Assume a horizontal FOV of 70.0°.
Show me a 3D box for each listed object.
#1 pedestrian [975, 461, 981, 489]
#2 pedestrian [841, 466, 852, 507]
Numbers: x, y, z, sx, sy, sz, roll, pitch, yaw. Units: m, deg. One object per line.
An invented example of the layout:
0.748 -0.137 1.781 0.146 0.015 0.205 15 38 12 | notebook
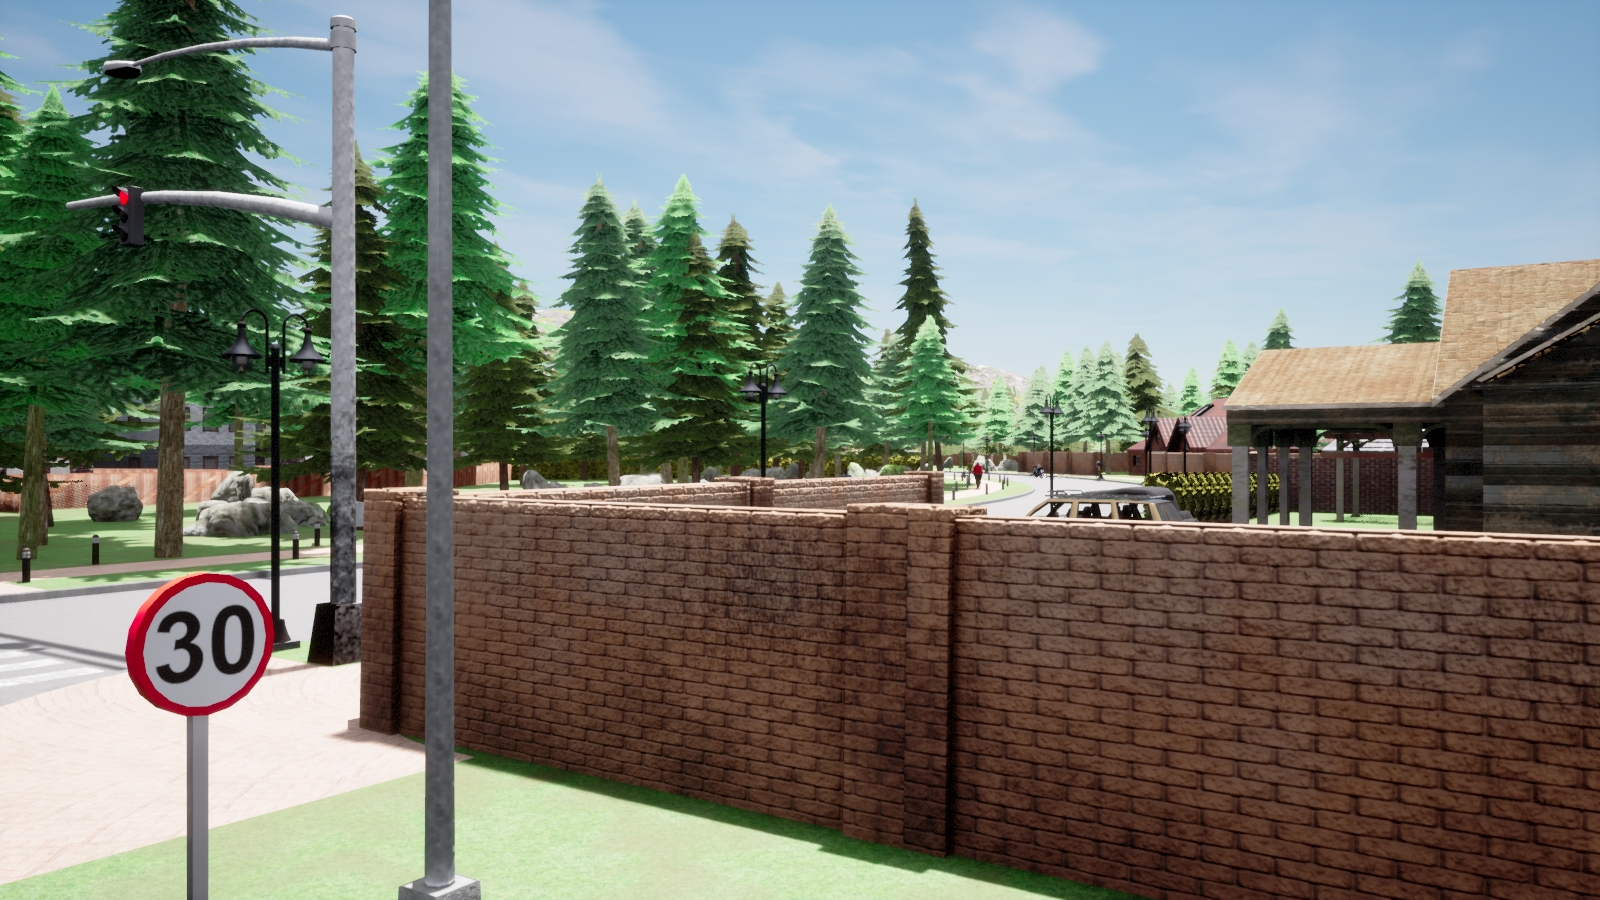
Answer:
11.917 1.642 76.421 0.375 1.860 0.375 0 0 13 | pedestrian
2.119 1.646 51.923 0.375 1.860 0.375 0 0 28 | pedestrian
